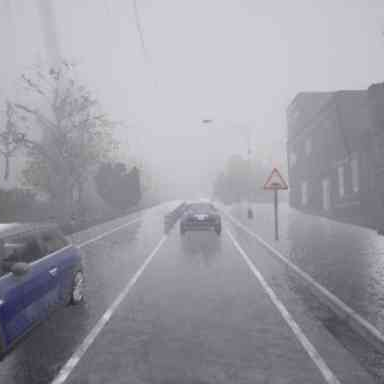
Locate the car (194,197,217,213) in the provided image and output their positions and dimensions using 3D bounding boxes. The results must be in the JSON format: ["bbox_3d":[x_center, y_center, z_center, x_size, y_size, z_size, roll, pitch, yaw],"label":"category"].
[{"bbox_3d":[1.563,1.405,37.091,1.812,1.442,4.674,-1,2,11],"label":"car"}]

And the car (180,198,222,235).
[{"bbox_3d":[0.478,1.316,18.531,2.097,1.767,4.553,0,0,1],"label":"car"}]

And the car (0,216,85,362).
[{"bbox_3d":[-3.268,1.341,4.919,2.097,1.767,4.553,0,0,1],"label":"car"}]
